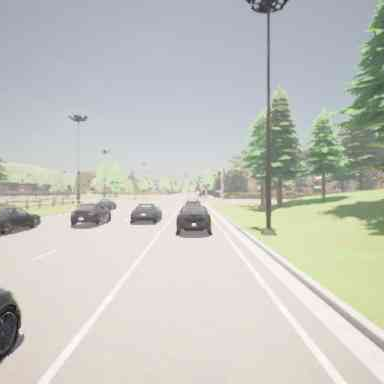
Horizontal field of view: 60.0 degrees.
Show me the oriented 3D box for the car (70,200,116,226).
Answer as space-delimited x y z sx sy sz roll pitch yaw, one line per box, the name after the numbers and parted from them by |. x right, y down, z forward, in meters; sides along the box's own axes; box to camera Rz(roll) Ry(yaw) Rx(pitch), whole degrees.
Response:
-6.900 1.507 23.000 1.812 1.442 4.674 0 0 0 | car

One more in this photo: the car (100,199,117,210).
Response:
-10.400 1.531 40.128 1.994 1.385 4.181 0 0 0 | car

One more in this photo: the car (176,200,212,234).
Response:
0.100 1.462 19.002 1.882 1.535 5.008 0 0 0 | car

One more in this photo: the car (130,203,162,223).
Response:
-3.400 1.543 25.254 1.994 1.385 4.181 0 0 0 | car

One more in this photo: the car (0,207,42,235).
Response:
-10.399 1.533 18.538 2.033 1.411 5.357 0 0 0 | car

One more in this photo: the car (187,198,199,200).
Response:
0.100 1.460 38.563 2.128 1.511 4.902 0 0 0 | car

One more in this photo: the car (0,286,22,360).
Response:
-3.400 1.523 2.939 1.812 1.442 4.674 0 0 0 | car
